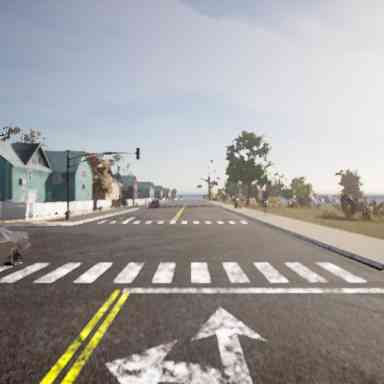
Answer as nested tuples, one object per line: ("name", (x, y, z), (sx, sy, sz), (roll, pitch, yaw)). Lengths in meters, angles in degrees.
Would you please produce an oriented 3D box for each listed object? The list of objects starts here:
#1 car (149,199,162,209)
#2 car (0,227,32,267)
("car", (-6.516, 2.052, 59.680), (2.097, 1.767, 4.553), (0, -1, 0))
("car", (-6.503, 1.651, 9.272), (2.033, 1.411, 5.357), (0, -1, 0))
